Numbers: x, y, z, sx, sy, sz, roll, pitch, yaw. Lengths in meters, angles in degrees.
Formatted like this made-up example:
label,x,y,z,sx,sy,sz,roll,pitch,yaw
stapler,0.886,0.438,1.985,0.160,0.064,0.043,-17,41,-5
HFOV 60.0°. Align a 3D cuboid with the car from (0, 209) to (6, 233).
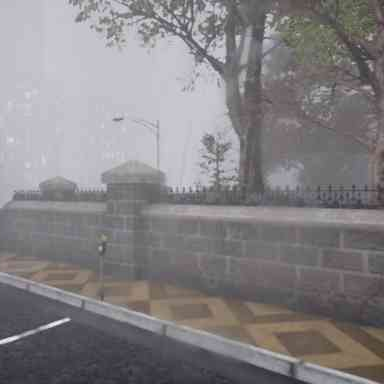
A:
label,x,y,z,sx,sy,sz,roll,pitch,yaw
car,-9.788,1.641,19.952,1.837,1.490,4.892,-1,-2,33
